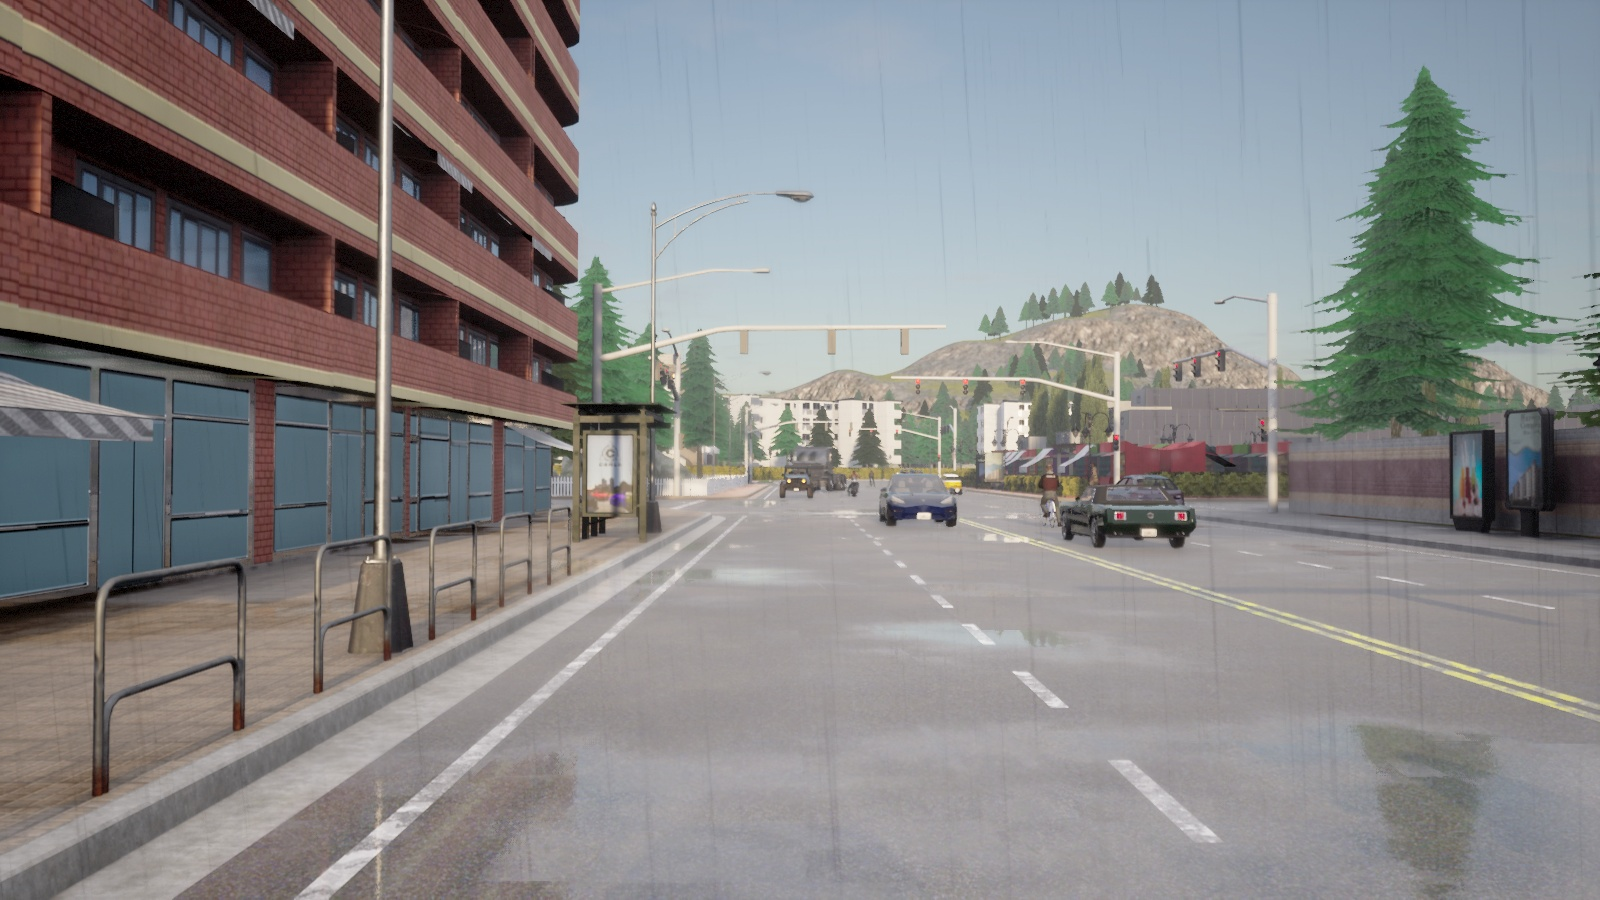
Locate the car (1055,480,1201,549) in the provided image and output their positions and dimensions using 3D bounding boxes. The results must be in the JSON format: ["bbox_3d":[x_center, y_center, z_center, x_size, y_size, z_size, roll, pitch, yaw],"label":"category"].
[{"bbox_3d":[6.927,1.325,27.061,1.895,1.301,4.718,0,-1,0],"label":"car"}]

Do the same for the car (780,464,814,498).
[{"bbox_3d":[-0.193,1.777,72.006,1.905,1.878,3.866,0,-1,0],"label":"car"}]

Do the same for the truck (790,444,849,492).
[{"bbox_3d":[1.560,1.386,96.315,2.891,3.462,7.936,0,-1,13],"label":"truck"}]

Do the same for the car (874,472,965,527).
[{"bbox_3d":[3.387,1.391,36.501,2.163,1.488,4.792,0,-1,0],"label":"car"}]

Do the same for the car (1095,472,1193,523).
[{"bbox_3d":[10.397,1.406,38.278,1.816,1.474,4.193,0,-1,0],"label":"car"}]

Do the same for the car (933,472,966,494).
[{"bbox_3d":[9.761,2.159,82.077,1.481,1.376,2.207,0,-1,-14],"label":"car"}]

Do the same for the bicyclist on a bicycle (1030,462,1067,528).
[{"bbox_3d":[6.905,1.223,34.934,0.659,1.776,1.843,0,-1,0],"label":"bicyclist on a bicycle"}]
